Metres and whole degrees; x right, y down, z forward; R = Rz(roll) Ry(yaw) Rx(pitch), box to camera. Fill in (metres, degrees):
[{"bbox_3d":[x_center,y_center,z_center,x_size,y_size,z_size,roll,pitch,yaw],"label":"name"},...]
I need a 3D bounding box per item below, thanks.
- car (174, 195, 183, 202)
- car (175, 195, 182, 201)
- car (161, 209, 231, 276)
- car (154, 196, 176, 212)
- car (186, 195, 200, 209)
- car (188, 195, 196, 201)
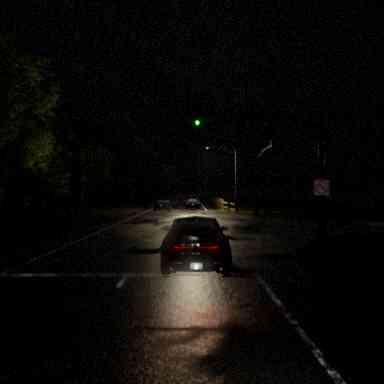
[{"bbox_3d":[-3.482,1.517,76.334,2.128,1.511,4.902,0,0,0],"label":"car"},{"bbox_3d":[-3.480,1.489,86.149,1.837,1.490,4.892,0,0,0],"label":"car"},{"bbox_3d":[0.102,1.507,10.318,1.837,1.490,4.892,0,0,0],"label":"car"},{"bbox_3d":[-3.391,1.549,39.396,2.033,1.411,5.357,0,0,0],"label":"car"},{"bbox_3d":[0.111,1.564,46.258,1.994,1.385,4.181,0,0,0],"label":"car"},{"bbox_3d":[0.019,1.467,84.808,1.882,1.535,5.008,0,0,0],"label":"car"}]
